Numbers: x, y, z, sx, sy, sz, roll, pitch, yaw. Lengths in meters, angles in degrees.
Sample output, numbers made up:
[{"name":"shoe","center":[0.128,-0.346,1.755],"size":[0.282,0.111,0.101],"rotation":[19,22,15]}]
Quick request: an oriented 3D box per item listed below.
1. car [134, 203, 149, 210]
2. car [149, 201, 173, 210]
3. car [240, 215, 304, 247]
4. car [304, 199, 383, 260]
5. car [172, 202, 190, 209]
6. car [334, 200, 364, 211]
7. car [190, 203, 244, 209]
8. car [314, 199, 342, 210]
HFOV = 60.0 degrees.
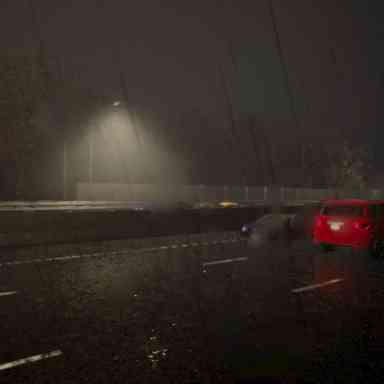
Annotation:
[{"name":"car","center":[-3.909,1.686,35.588],"size":[4.674,1.442,1.812],"rotation":[1,0,-35]},{"name":"car","center":[-1.529,1.690,32.987],"size":[4.674,1.442,1.812],"rotation":[1,0,-35]},{"name":"car","center":[4.556,1.716,15.591],"size":[4.718,1.301,1.895],"rotation":[1,0,-36]},{"name":"car","center":[7.187,1.343,13.168],"size":[5.566,2.045,2.150],"rotation":[1,0,-36]},{"name":"car","center":[0.942,1.771,30.453],"size":[4.718,1.301,1.895],"rotation":[1,0,-35]},{"name":"car","center":[24.211,1.998,51.267],"size":[4.902,1.511,2.128],"rotation":[1,0,-35]},{"name":"car","center":[2.642,1.644,27.367],"size":[5.008,1.535,1.882],"rotation":[1,0,-35]},{"name":"car","center":[22.082,2.004,54.045],"size":[4.892,1.490,1.837],"rotation":[0,0,-35]}]
